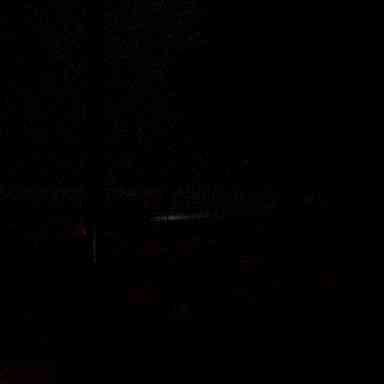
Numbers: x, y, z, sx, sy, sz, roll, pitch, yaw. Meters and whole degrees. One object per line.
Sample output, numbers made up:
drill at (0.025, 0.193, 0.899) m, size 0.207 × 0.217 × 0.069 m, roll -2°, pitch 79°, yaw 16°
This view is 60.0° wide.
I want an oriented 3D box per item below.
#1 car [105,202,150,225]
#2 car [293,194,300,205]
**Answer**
car at (-5.099, 1.478, 24.086) m, size 2.128 × 1.511 × 4.902 m, roll 3°, pitch 2°, yaw 35°
car at (18.010, 1.274, 60.539) m, size 2.150 × 2.045 × 5.566 m, roll 3°, pitch 1°, yaw 30°
